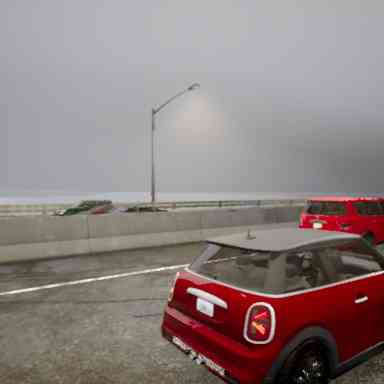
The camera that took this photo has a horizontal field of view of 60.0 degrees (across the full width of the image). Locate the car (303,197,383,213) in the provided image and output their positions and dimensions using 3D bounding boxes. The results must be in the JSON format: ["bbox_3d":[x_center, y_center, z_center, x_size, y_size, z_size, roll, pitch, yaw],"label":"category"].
[{"bbox_3d":[6.343,1.209,12.530,5.566,2.045,2.150,0,0,-35],"label":"car"}]

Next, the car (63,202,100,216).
[{"bbox_3d":[-5.689,1.555,21.408,4.181,1.385,1.994,0,0,-35],"label":"car"}]

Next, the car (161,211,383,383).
[{"bbox_3d":[1.882,1.347,5.078,4.553,1.767,2.097,0,0,-35],"label":"car"}]

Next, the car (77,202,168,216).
[{"bbox_3d":[-3.558,1.496,18.631,4.892,1.490,1.837,0,0,-35],"label":"car"}]

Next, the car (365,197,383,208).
[{"bbox_3d":[27.523,1.512,48.788,4.181,1.385,1.994,0,0,-34],"label":"car"}]

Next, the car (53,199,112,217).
[{"bbox_3d":[-7.679,1.343,24.288,4.553,1.767,2.097,0,0,-35],"label":"car"}]
